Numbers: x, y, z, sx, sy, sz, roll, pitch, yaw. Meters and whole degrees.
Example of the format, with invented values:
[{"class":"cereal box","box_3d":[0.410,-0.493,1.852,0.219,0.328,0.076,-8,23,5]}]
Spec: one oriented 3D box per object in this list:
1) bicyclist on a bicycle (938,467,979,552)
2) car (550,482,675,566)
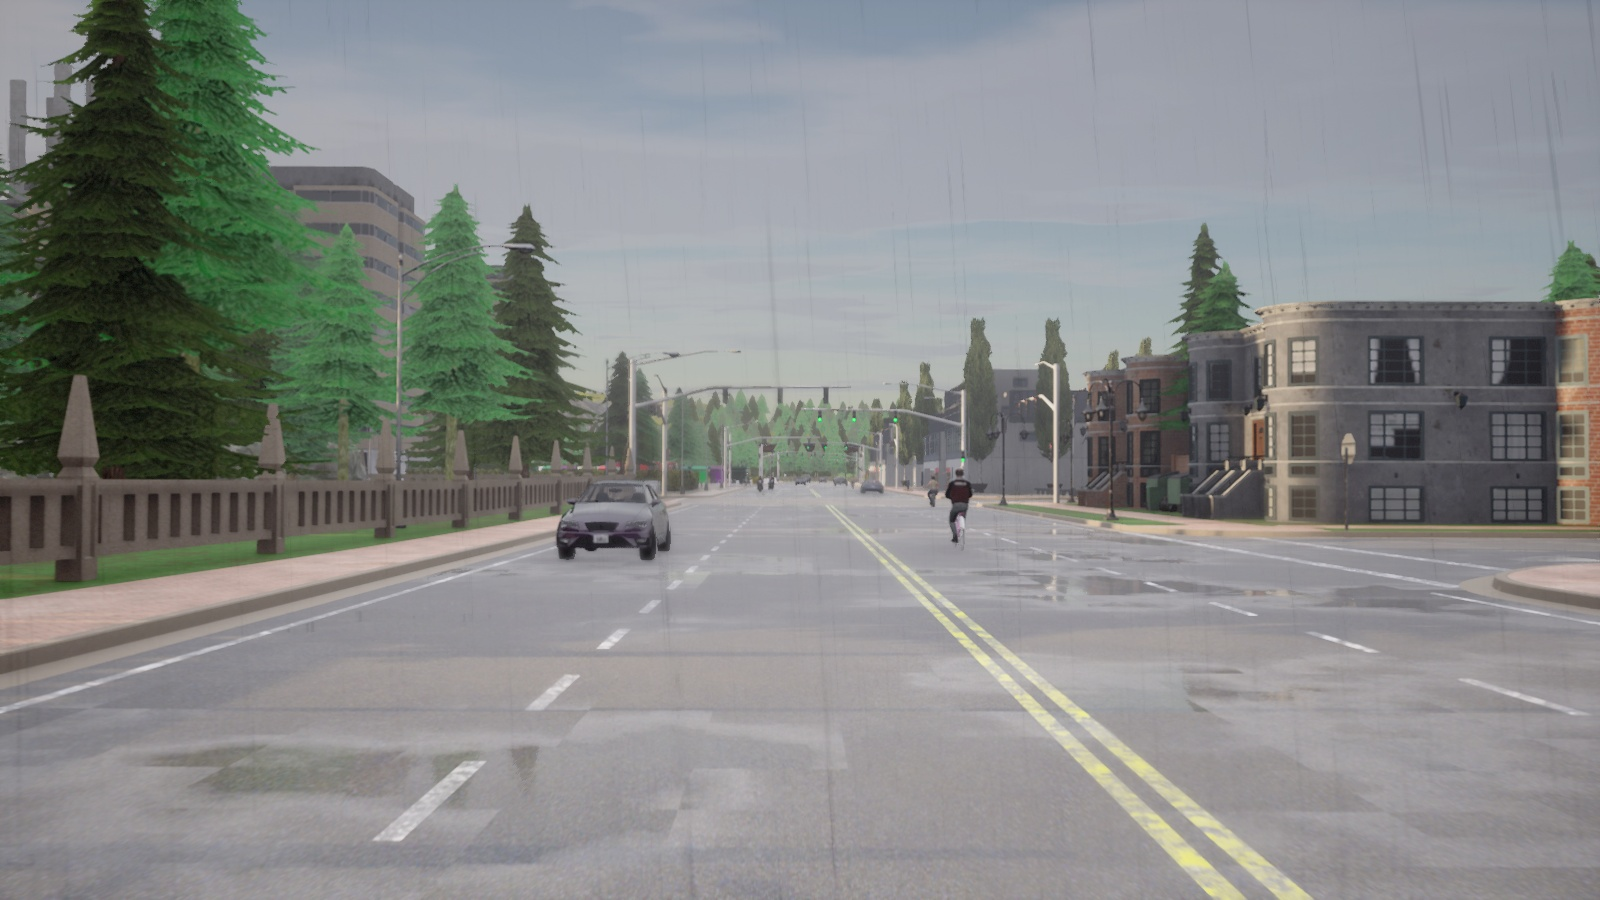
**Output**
[{"class":"bicyclist on a bicycle","box_3d":[3.432,1.263,27.308,0.659,1.776,1.843,0,-1,0]},{"class":"car","box_3d":[-3.561,1.376,24.550,1.816,1.474,4.193,0,-1,0]}]
